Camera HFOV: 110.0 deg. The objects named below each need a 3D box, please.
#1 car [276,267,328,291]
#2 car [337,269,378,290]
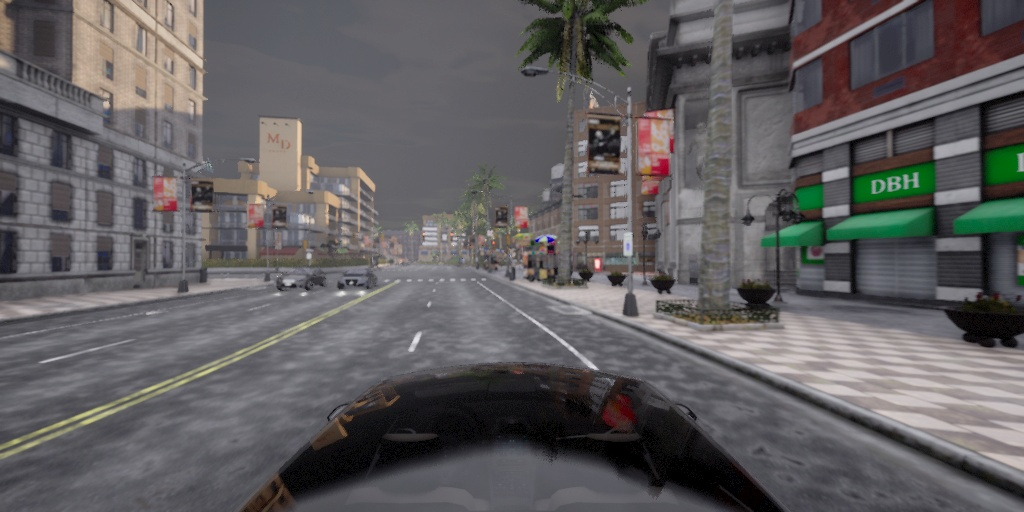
[{"bbox_3d":[-14.165,1.507,24.430,2.128,1.511,4.902,0,-1,-10],"label":"car"},{"bbox_3d":[-10.748,1.578,25.208,1.994,1.385,4.181,0,-1,-10],"label":"car"}]
